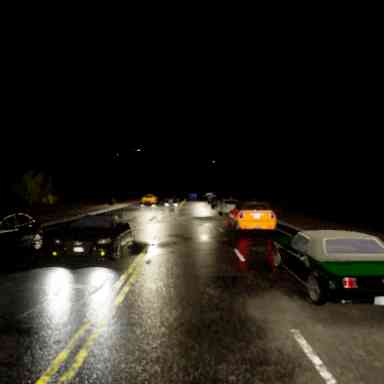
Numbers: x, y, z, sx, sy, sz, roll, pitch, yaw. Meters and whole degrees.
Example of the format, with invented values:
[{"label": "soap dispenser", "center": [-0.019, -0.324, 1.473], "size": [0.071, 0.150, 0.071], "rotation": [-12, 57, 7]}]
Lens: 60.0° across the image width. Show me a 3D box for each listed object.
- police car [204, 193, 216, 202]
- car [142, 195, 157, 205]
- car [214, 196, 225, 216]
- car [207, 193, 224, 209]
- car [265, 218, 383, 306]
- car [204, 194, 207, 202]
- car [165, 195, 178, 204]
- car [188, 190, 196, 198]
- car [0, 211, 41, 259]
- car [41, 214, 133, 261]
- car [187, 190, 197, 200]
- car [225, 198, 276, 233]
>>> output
[{"label": "police car", "center": [3.306, 1.026, 62.950], "size": [1.930, 1.638, 5.238], "rotation": [0, 0, 0]}, {"label": "car", "center": [-6.529, 1.156, 51.122], "size": [1.882, 1.535, 5.008], "rotation": [0, 0, 0]}, {"label": "car", "center": [3.277, 1.339, 29.842], "size": [1.812, 1.442, 4.674], "rotation": [0, 0, 0]}, {"label": "car", "center": [3.287, 1.175, 40.840], "size": [2.033, 1.649, 4.856], "rotation": [0, 0, 0]}, {"label": "car", "center": [3.257, 1.551, 7.872], "size": [1.895, 1.301, 4.718], "rotation": [0, 0, 0]}, {"label": "car", "center": [3.297, 1.273, 51.871], "size": [1.895, 1.301, 4.718], "rotation": [0, 0, 0]}, {"label": "car", "center": [-3.272, 1.184, 54.167], "size": [1.812, 1.442, 4.674], "rotation": [0, 0, 0]}, {"label": "car", "center": [0.082, 0.458, 90.656], "size": [2.150, 2.045, 5.566], "rotation": [0, 0, 0]}, {"label": "car", "center": [-6.590, 1.437, 10.898], "size": [1.837, 1.490, 4.892], "rotation": [0, 0, 0]}, {"label": "car", "center": [-3.339, 1.491, 11.780], "size": [1.994, 1.385, 4.181], "rotation": [0, 0, 0]}, {"label": "car", "center": [0.065, 0.885, 71.254], "size": [1.882, 1.535, 5.008], "rotation": [0, 0, 0]}, {"label": "car", "center": [3.267, 1.235, 18.811], "size": [2.097, 1.767, 4.553], "rotation": [0, 0, 0]}]
